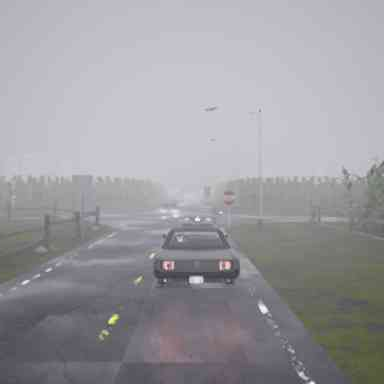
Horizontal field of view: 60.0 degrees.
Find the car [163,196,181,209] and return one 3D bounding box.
[{"bbox_3d":[-2.861,1.554,44.787,1.895,1.301,4.718,0,0,0],"label":"car"}]

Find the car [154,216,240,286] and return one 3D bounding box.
[{"bbox_3d":[0.100,1.595,9.359,1.895,1.301,4.718,0,0,0],"label":"car"}]

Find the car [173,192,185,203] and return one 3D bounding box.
[{"bbox_3d":[-2.808,1.278,62.218,2.097,1.767,4.553,0,0,0],"label":"car"}]

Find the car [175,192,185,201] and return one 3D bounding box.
[{"bbox_3d":[-2.783,0.998,76.873,2.150,2.045,5.566,0,0,0],"label":"car"}]

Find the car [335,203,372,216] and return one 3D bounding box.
[{"bbox_3d":[15.232,1.661,30.120,4.181,1.385,1.994,0,-1,0],"label":"car"}]

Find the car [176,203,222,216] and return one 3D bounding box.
[{"bbox_3d":[0.757,1.532,20.542,2.033,1.411,5.357,0,0,10],"label":"car"}]
